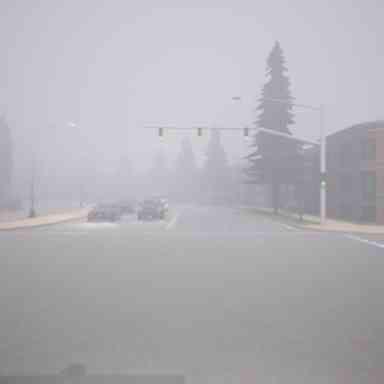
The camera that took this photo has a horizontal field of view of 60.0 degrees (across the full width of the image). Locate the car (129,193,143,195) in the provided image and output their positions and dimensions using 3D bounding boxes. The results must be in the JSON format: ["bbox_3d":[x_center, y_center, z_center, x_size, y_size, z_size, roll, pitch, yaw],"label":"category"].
[{"bbox_3d":[-9.181,1.228,55.706,2.150,2.045,5.566,0,0,-29],"label":"car"}]

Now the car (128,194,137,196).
[{"bbox_3d":[-9.972,1.484,49.198,1.882,1.535,5.008,0,0,-23],"label":"car"}]

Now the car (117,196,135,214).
[{"bbox_3d":[-7.125,1.482,35.238,1.882,1.535,5.008,0,0,-3],"label":"car"}]

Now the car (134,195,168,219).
[{"bbox_3d":[-3.423,1.357,28.718,2.097,1.767,4.553,0,0,-2],"label":"car"}]

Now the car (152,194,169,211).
[{"bbox_3d":[-4.061,1.232,40.426,2.150,2.045,5.566,0,0,-9],"label":"car"}]

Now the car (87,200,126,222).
[{"bbox_3d":[-6.878,1.567,26.495,1.994,1.385,4.181,0,0,-1],"label":"car"}]
